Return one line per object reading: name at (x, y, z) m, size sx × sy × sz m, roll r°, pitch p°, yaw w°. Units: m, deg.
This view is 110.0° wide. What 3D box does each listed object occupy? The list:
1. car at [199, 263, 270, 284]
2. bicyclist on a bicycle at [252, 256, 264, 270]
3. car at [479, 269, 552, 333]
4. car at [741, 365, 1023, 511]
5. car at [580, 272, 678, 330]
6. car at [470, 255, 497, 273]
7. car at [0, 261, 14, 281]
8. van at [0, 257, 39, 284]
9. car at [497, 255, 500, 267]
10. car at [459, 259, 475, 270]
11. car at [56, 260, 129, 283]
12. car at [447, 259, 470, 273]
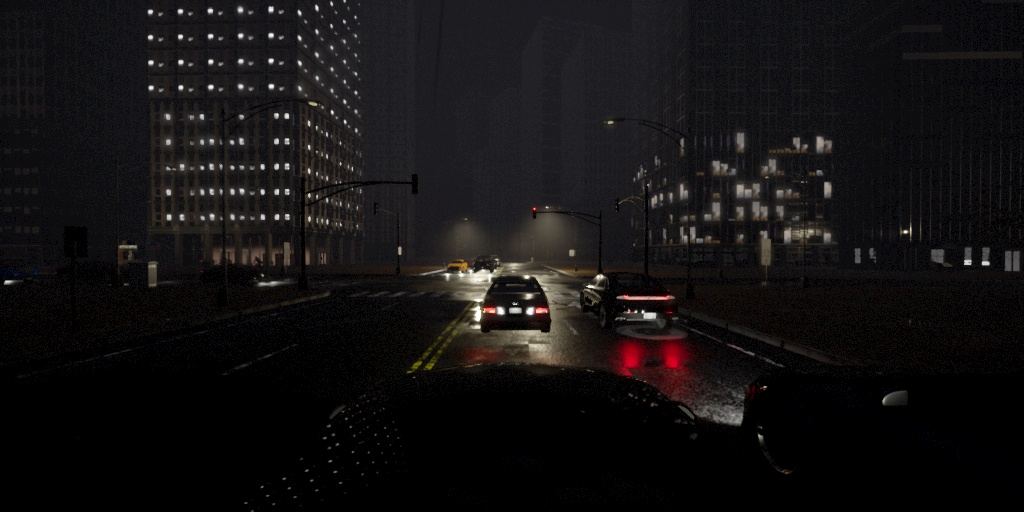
car at (-19.955, 1.224, 25.889) m, size 4.181 × 1.385 × 1.994 m, roll 0°, pitch 0°, yaw 1°
bicyclist on a bicycle at (-24.659, 0.864, 34.749) m, size 0.582 × 1.620 × 1.656 m, roll 0°, pitch 1°, yaw 1°
car at (0.111, 1.293, 10.713) m, size 2.033 × 1.411 × 5.357 m, roll 0°, pitch 0°, yaw 1°
car at (3.354, 1.314, 1.969) m, size 1.994 × 1.385 × 4.181 m, roll 0°, pitch 0°, yaw 0°
car at (3.359, 1.237, 11.125) m, size 2.128 × 1.511 × 4.902 m, roll 0°, pitch 0°, yaw 0°
car at (-3.291, 0.933, 42.924) m, size 2.150 × 2.045 × 5.566 m, roll 0°, pitch 0°, yaw 0°
car at (-40.288, 1.090, 26.442) m, size 4.674 × 1.442 × 1.812 m, roll 0°, pitch 0°, yaw 2°
van at (-33.905, 0.957, 23.672) m, size 3.998 × 1.789 × 1.690 m, roll 0°, pitch 0°, yaw 2°
car at (-3.276, 1.043, 52.878) m, size 2.097 × 1.767 × 4.553 m, roll 0°, pitch 0°, yaw 0°
car at (-6.526, 1.217, 52.660) m, size 1.812 × 1.442 × 4.674 m, roll 0°, pitch 0°, yaw 0°
car at (-30.047, 1.090, 26.155) m, size 5.008 × 1.535 × 1.882 m, roll 0°, pitch 0°, yaw 2°
car at (-6.540, 1.188, 43.248) m, size 1.882 × 1.535 × 5.008 m, roll 0°, pitch 0°, yaw 0°
